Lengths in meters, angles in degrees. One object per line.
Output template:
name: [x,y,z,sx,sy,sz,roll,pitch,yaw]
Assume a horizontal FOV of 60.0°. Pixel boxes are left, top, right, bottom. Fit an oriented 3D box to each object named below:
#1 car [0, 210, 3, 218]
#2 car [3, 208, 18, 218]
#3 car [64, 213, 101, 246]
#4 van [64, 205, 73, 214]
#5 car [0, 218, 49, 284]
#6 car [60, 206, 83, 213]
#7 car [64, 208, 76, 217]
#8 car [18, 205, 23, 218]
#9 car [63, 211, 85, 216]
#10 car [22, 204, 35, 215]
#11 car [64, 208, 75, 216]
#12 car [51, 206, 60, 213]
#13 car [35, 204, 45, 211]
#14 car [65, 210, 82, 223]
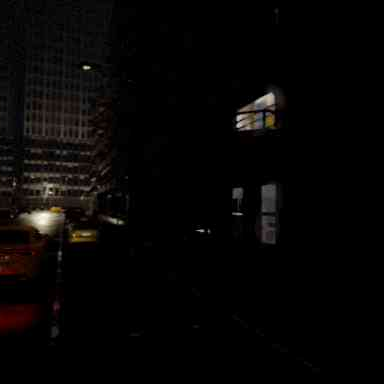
car: [-19.476,2.516,31.399,1.802,1.307,4.206,2,-3,-21]
car: [-23.553,2.880,41.911,1.802,1.307,4.206,2,-3,-21]
car: [-6.075,2.142,18.633,1.752,1.417,4.829,2,-3,-21]
van: [-26.392,3.782,71.042,1.690,1.788,3.998,2,-3,-21]
car: [-5.573,1.774,10.247,1.882,1.535,5.008,2,-3,-21]
car: [-12.124,2.471,34.252,2.192,1.841,5.009,2,-3,-21]
car: [-20.343,3.418,55.425,1.752,1.417,4.829,2,-3,-21]
car: [-25.528,3.001,47.011,1.752,1.417,4.829,2,-3,-21]
car: [-8.053,2.337,23.730,1.887,1.381,4.507,2,-3,-21]
car: [-31.701,3.349,62.947,2.192,1.841,5.009,2,-3,-21]
car: [-22.381,3.602,60.681,1.752,1.417,4.829,2,-3,-21]
car: [-31.213,4.057,76.251,1.882,1.535,5.008,2,-3,-25]
car: [-39.108,3.850,82.634,4.553,1.767,2.097,1,-3,8]
car: [-14.228,2.869,39.657,1.752,1.417,4.829,2,-3,-21]
